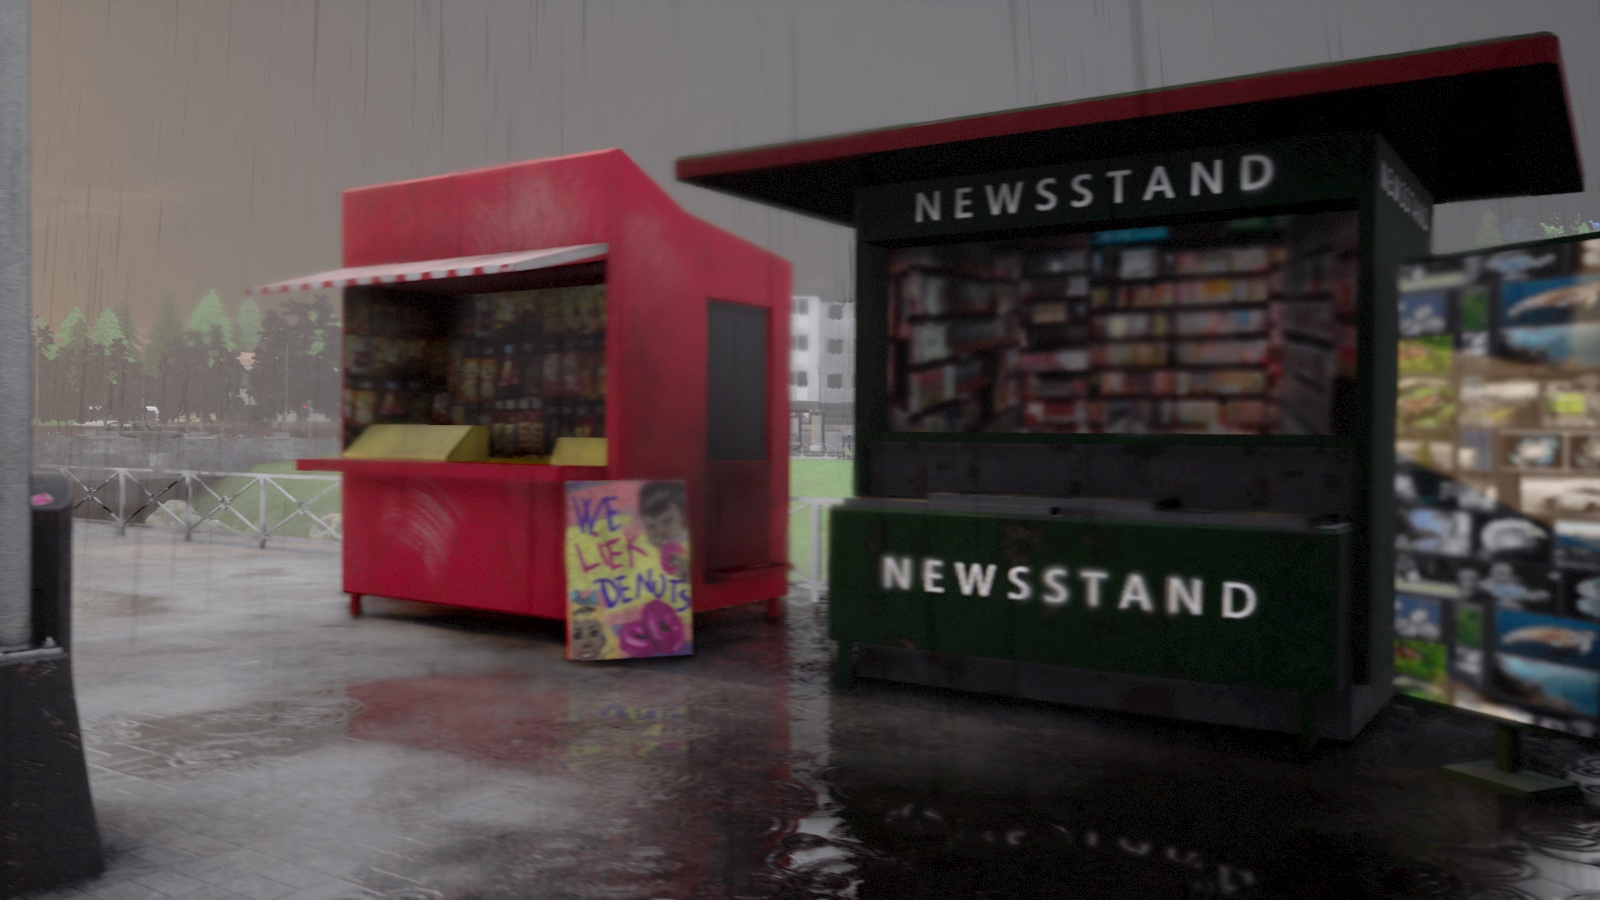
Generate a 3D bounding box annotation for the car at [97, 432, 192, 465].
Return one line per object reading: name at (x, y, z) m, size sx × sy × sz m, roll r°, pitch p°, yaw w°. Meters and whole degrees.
car at (-38.983, -0.119, 74.773) m, size 1.932 × 1.855 × 4.605 m, roll 0°, pitch 1°, yaw 35°
